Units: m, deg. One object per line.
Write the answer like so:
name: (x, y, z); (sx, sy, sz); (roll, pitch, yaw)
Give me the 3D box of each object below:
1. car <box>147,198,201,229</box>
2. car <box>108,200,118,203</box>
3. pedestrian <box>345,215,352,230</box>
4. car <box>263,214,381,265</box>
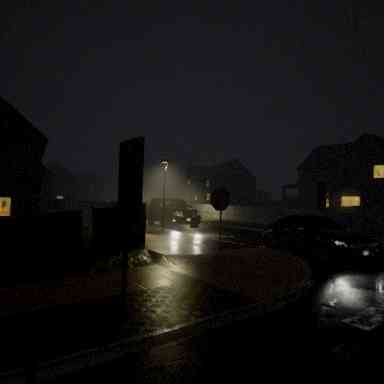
car: (-1.430, 1.442, 23.424); (2.150, 2.045, 5.566); (3, -2, -27)
car: (-10.504, 1.943, 45.036); (2.097, 1.767, 4.553); (2, -2, -18)
pedestrian: (8.300, 1.447, 17.670); (0.375, 1.860, 0.375); (2, -1, -31)
car: (4.212, 1.512, 11.660); (1.812, 1.442, 4.674); (2, -2, -19)
